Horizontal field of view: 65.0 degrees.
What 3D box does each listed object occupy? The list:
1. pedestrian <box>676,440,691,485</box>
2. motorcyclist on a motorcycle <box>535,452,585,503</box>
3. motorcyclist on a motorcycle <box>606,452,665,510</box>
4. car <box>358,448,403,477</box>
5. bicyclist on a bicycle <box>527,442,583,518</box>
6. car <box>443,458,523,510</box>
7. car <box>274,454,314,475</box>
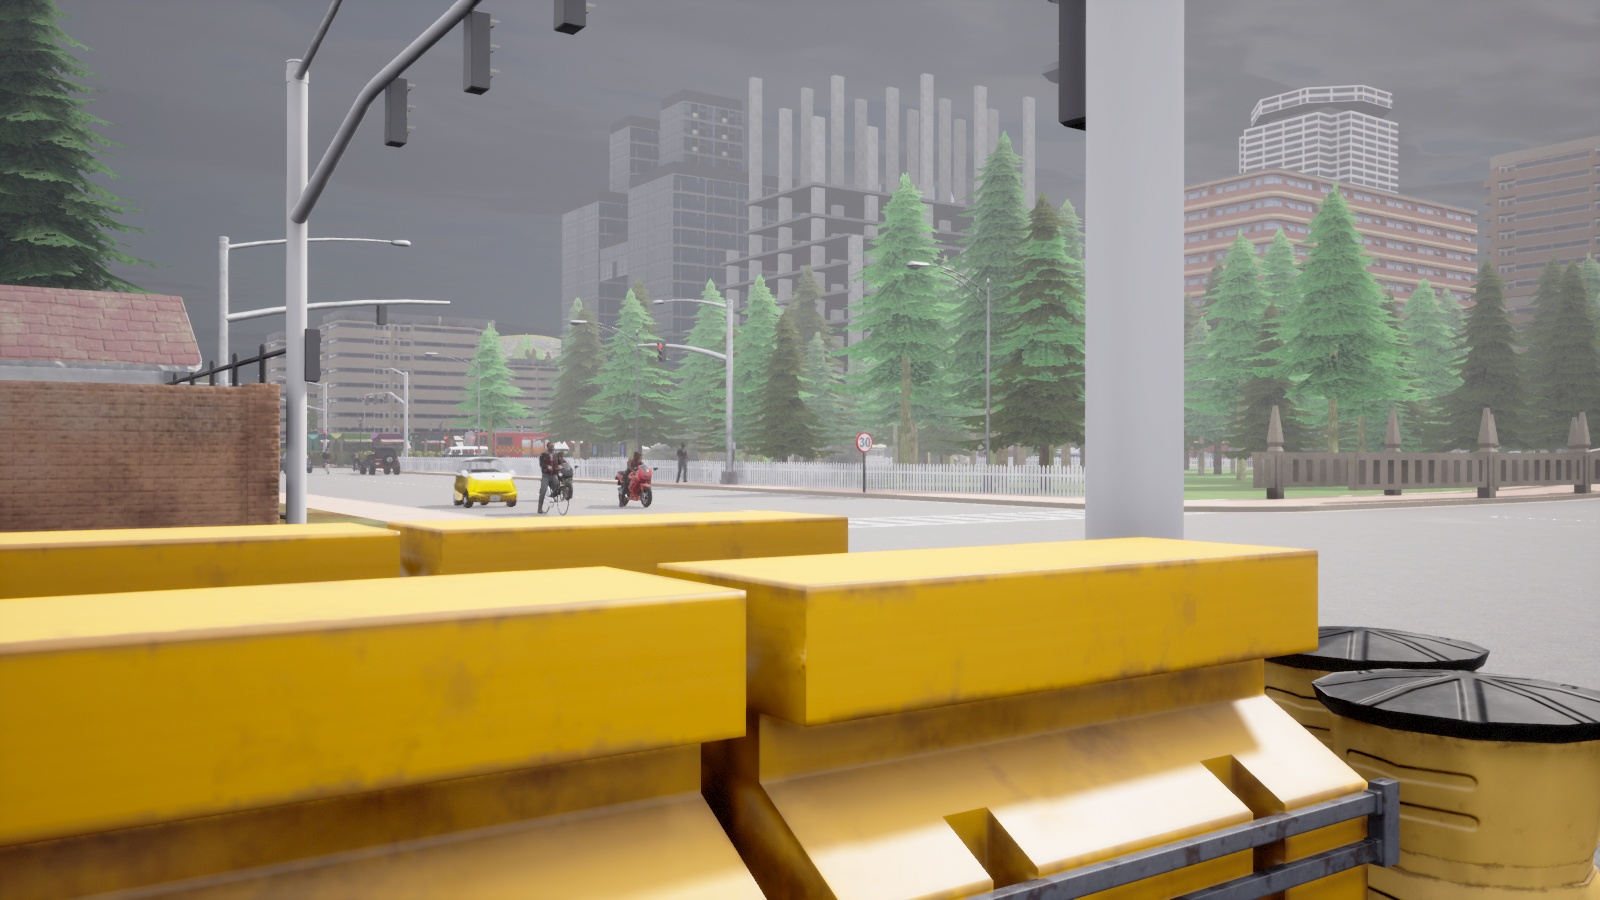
[{"bbox_3d":[-5.097,0.548,54.844,0.402,1.930,0.666,0,0,-28],"label":"pedestrian"},{"bbox_3d":[-7.445,0.838,38.844,0.797,1.523,2.044,0,0,-33],"label":"motorcyclist on a motorcycle"},{"bbox_3d":[-4.504,0.820,34.329,0.797,1.523,2.044,0,0,-33],"label":"motorcyclist on a motorcycle"},{"bbox_3d":[-27.633,0.800,82.659,1.905,1.878,3.866,0,0,-33],"label":"car"},{"bbox_3d":[-5.881,0.701,30.030,0.659,1.776,1.843,0,0,-33],"label":"bicyclist on a bicycle"},{"bbox_3d":[-8.694,0.903,34.349,1.481,1.376,2.207,0,0,-33],"label":"car"},{"bbox_3d":[-35.762,1.003,88.727,1.970,1.475,3.806,0,0,-33],"label":"car"}]
